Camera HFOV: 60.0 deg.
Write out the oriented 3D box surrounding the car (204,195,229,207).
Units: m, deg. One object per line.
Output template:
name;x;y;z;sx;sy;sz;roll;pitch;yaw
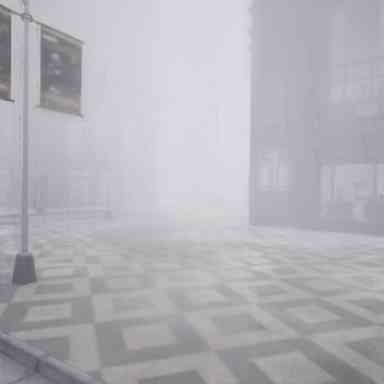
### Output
car;3.642;1.282;49.361;2.097;1.767;4.553;1;0;36
